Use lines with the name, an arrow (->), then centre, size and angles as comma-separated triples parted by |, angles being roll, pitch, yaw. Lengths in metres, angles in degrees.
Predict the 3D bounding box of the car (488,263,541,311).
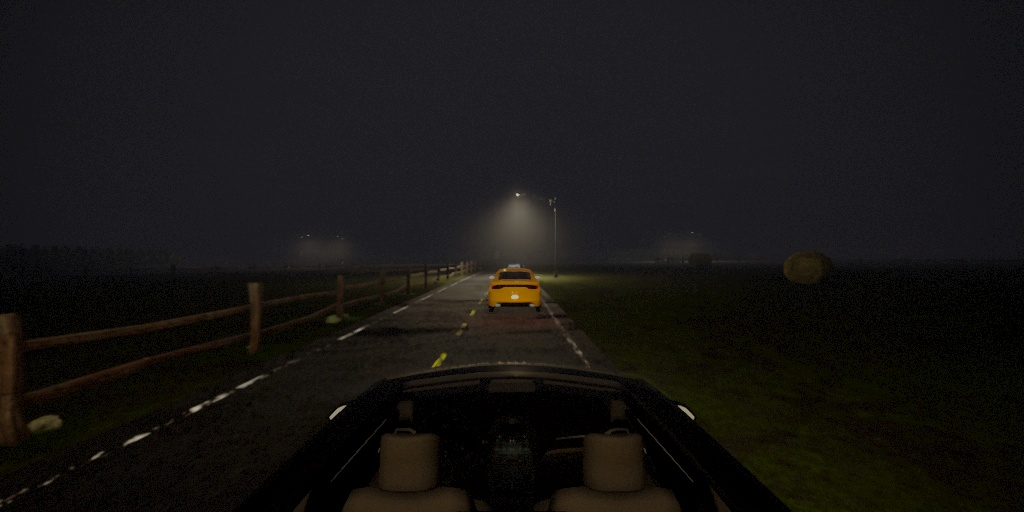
car -> 0.098, 1.229, 14.519 | 1.882, 1.535, 5.008 | 0, 0, 0
